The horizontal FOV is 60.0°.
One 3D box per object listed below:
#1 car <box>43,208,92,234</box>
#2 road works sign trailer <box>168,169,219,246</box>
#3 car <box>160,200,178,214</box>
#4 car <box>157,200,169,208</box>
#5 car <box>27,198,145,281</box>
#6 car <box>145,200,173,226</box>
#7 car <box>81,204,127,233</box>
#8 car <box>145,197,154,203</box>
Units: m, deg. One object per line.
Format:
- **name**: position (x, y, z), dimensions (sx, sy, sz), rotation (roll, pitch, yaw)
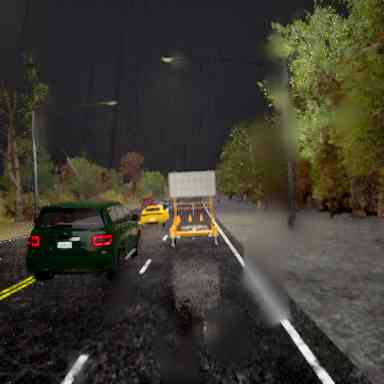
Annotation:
- **car**: position (-9.668, 2.192, 26.380), dimensions (1.882, 1.535, 5.008), rotation (-3, 0, 1)
- **road works sign trailer**: position (0.061, 0.677, 16.703), dimensions (2.380, 3.560, 2.880), rotation (-3, 0, 1)
- **car**: position (-2.780, 1.999, 41.947), dimensions (2.128, 1.511, 4.902), rotation (-3, 0, 1)
- **car**: position (-5.760, 2.305, 66.244), dimensions (1.812, 1.442, 4.674), rotation (-3, 0, 2)
- **car**: position (-2.955, 1.311, 10.262), dimensions (2.150, 2.045, 5.566), rotation (0, 0, -1)
- **car**: position (-2.970, 1.857, 27.152), dimensions (1.882, 1.535, 5.008), rotation (-5, 1, 1)
- **car**: position (-6.441, 1.913, 24.934), dimensions (2.097, 1.767, 4.553), rotation (-3, 0, 1)
- **car**: position (-8.980, 2.151, 67.585), dimensions (2.150, 2.045, 5.566), rotation (-3, 0, 1)
